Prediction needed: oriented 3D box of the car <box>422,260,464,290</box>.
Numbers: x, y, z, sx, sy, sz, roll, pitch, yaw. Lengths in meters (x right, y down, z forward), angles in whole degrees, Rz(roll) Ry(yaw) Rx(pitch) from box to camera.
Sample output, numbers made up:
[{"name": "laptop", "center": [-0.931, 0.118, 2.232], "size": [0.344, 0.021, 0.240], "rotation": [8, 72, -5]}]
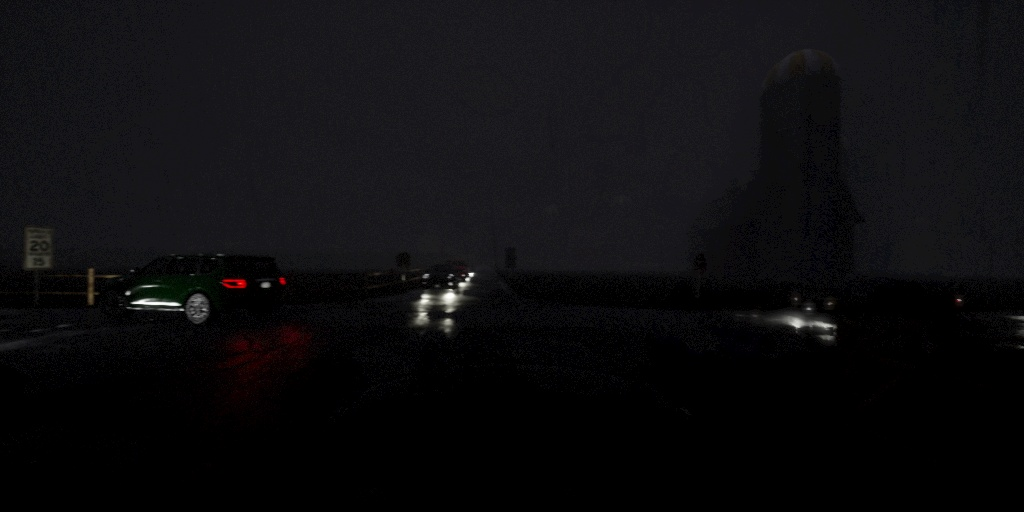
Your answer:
[{"name": "car", "center": [-4.799, 1.340, 24.869], "size": [2.097, 1.767, 4.553], "rotation": [1, -1, -3]}]

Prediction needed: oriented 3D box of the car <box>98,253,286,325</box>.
[{"name": "car", "center": [-10.148, 0.949, 11.541], "size": [5.566, 2.045, 2.150], "rotation": [1, -1, 12]}]

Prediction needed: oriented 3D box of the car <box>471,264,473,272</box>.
[{"name": "car", "center": [-6.284, 1.799, 45.695], "size": [1.812, 1.442, 4.674], "rotation": [1, -1, -4]}]

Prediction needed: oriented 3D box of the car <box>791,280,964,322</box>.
[{"name": "car", "center": [13.709, 1.625, 13.543], "size": [5.357, 1.411, 2.033], "rotation": [1, 0, -4]}]

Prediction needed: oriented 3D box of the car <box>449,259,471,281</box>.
[{"name": "car", "center": [-5.513, 1.348, 35.162], "size": [2.150, 2.045, 5.566], "rotation": [1, -1, -5]}]

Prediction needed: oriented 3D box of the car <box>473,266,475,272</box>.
[{"name": "car", "center": [-7.372, 2.027, 61.129], "size": [2.128, 1.511, 4.902], "rotation": [1, -1, -4]}]
